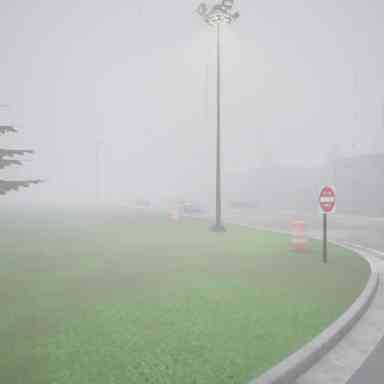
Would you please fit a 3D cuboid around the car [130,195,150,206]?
[{"bbox_3d":[-8.289,1.564,54.695,1.994,1.385,4.181,0,0,-24],"label":"car"}]

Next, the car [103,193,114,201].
[{"bbox_3d":[-21.337,1.525,84.465,2.128,1.511,4.902,0,0,-23],"label":"car"}]

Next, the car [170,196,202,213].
[{"bbox_3d":[-0.452,1.526,36.672,1.812,1.442,4.674,0,0,-24],"label":"car"}]

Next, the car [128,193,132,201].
[{"bbox_3d":[-11.685,1.478,71.039,1.882,1.535,5.008,0,0,-23],"label":"car"}]

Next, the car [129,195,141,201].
[{"bbox_3d":[-15.072,1.595,87.609,1.895,1.301,4.718,0,0,-23],"label":"car"}]

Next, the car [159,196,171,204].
[{"bbox_3d":[-5.043,1.526,64.538,1.812,1.442,4.674,0,0,-23],"label":"car"}]

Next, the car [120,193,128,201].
[{"bbox_3d":[-15.820,1.225,80.552,2.150,2.045,5.566,0,0,-23],"label":"car"}]

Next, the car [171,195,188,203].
[{"bbox_3d":[-2.605,1.477,67.960,1.882,1.535,5.008,0,0,-23],"label":"car"}]

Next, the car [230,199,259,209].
[{"bbox_3d":[7.082,1.601,45.675,1.895,1.301,4.718,0,0,-23],"label":"car"}]
